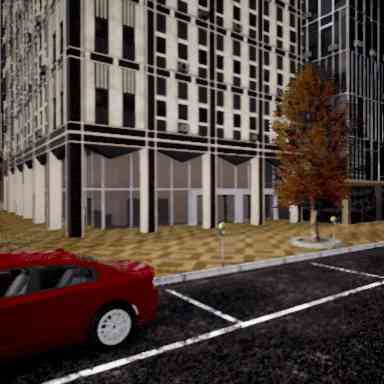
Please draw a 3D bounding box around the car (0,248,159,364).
[{"bbox_3d":[-2.639,1.550,4.690,4.507,1.381,1.887,1,-1,-36],"label":"car"}]
